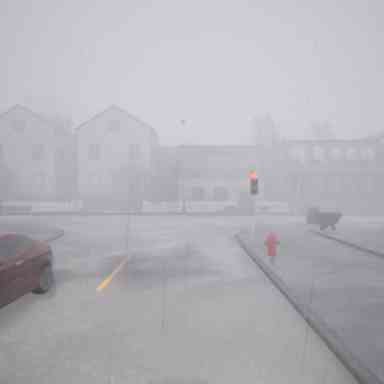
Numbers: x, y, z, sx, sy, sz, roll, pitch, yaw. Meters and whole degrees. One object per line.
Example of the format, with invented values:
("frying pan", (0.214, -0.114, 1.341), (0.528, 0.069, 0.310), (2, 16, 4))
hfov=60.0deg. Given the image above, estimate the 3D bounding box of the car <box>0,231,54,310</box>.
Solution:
("car", (-4.080, 1.487, 5.934), (1.812, 1.442, 4.674), (0, 1, 1))
